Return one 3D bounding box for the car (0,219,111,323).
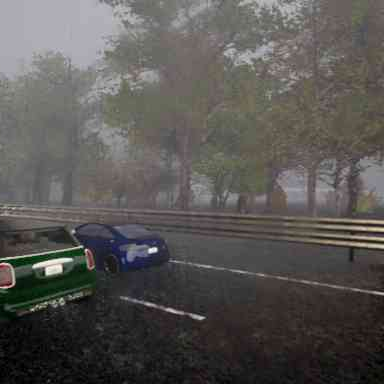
[{"bbox_3d":[-4.086,1.344,6.909,4.553,1.767,2.097,0,0,36],"label":"car"}]

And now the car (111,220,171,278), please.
[{"bbox_3d":[-2.693,1.555,10.217,4.181,1.385,1.994,0,0,36],"label":"car"}]
